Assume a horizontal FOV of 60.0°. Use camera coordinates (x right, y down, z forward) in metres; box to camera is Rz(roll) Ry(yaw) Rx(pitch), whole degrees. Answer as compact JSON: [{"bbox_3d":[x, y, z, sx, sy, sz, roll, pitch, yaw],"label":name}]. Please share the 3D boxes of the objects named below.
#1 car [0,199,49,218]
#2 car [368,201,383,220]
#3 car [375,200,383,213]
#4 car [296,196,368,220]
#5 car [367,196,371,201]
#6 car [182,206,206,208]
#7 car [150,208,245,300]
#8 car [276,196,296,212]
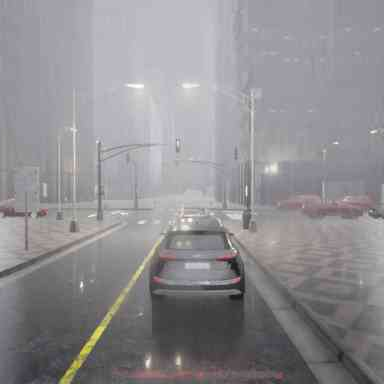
[{"bbox_3d":[-14.886,1.567,29.099,4.507,1.381,1.887,0,1,0],"label":"car"},{"bbox_3d":[17.798,1.742,29.159,4.313,1.339,1.947,0,1,0],"label":"car"},{"bbox_3d":[23.435,1.633,37.693,4.313,1.339,1.947,0,1,0],"label":"car"},{"bbox_3d":[12.156,1.463,29.146,5.009,1.841,2.192,0,1,0],"label":"car"},{"bbox_3d":[17.794,1.353,37.680,5.009,1.841,2.192,0,1,0],"label":"car"},{"bbox_3d":[0.116,1.507,17.451,1.837,1.490,4.892,0,0,0],"label":"car"},{"bbox_3d":[0.117,1.428,8.364,2.033,1.649,4.856,0,0,0],"label":"car"},{"bbox_3d":[12.151,1.325,37.669,5.009,1.841,2.192,0,1,0],"label":"car"}]
